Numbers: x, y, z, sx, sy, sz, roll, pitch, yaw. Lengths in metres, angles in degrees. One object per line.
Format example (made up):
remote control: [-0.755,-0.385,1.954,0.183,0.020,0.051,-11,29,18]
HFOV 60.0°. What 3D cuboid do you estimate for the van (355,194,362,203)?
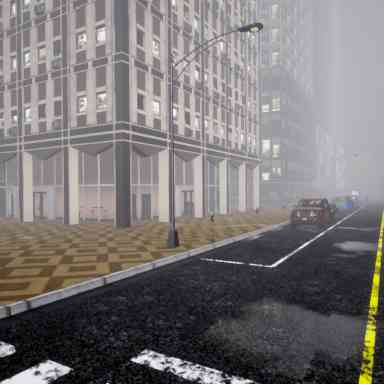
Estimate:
van: [22.136,1.327,46.220,1.690,1.788,3.998,-1,0,30]

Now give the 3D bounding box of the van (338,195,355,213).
van: [16.546,1.332,36.635,1.690,1.788,3.998,-1,0,30]

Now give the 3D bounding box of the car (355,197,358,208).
car: [19.344,1.570,41.426,1.802,1.307,4.206,-1,0,30]

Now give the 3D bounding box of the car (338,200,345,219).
car: [10.917,1.562,27.074,1.947,1.339,4.313,-1,0,30]

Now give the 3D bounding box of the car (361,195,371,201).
car: [41.705,1.511,79.765,1.887,1.381,4.507,-1,0,30]

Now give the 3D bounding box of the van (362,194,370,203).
van: [36.112,1.313,70.181,1.690,1.788,3.998,-1,0,30]

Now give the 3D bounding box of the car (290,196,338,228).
car: [8.080,1.314,22.308,2.192,1.841,5.009,-1,0,30]
